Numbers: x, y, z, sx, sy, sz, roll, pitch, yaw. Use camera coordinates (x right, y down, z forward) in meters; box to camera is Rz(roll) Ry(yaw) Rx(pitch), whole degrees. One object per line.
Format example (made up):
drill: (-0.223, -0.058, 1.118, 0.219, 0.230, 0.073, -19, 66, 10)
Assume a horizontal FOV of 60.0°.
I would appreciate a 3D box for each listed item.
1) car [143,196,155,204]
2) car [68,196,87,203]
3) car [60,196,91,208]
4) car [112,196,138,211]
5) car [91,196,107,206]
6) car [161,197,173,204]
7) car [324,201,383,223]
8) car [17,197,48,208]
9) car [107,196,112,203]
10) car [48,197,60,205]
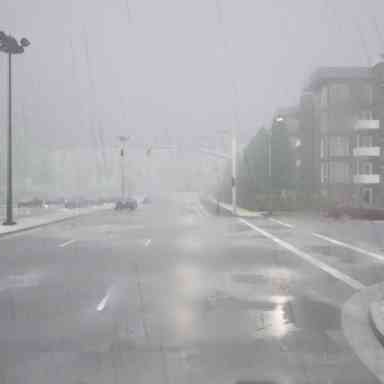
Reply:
car: (-8.103, 1.461, 63.361, 1.837, 1.490, 4.892, 0, 0, 0)
car: (-23.197, 1.493, 67.537, 2.033, 1.411, 5.357, 0, 0, 0)
car: (-16.254, 1.320, 46.810, 2.097, 1.767, 4.553, 0, 0, 0)
car: (-8.021, 1.323, 41.067, 2.097, 1.767, 4.553, 0, 0, -1)
car: (-16.269, 1.439, 55.921, 1.882, 1.535, 5.008, 0, 0, 1)
car: (-4.606, 1.558, 61.842, 1.895, 1.301, 4.718, 0, 0, 0)
car: (12.654, 1.460, 25.089, 5.008, 1.535, 1.882, 0, 0, 1)
car: (-23.244, 1.444, 47.975, 1.882, 1.535, 5.008, 0, 0, 0)
car: (-16.205, 1.501, 66.340, 2.033, 1.411, 5.357, 0, 0, 0)
car: (-23.233, 1.508, 57.135, 2.033, 1.411, 5.357, 0, 0, 1)
